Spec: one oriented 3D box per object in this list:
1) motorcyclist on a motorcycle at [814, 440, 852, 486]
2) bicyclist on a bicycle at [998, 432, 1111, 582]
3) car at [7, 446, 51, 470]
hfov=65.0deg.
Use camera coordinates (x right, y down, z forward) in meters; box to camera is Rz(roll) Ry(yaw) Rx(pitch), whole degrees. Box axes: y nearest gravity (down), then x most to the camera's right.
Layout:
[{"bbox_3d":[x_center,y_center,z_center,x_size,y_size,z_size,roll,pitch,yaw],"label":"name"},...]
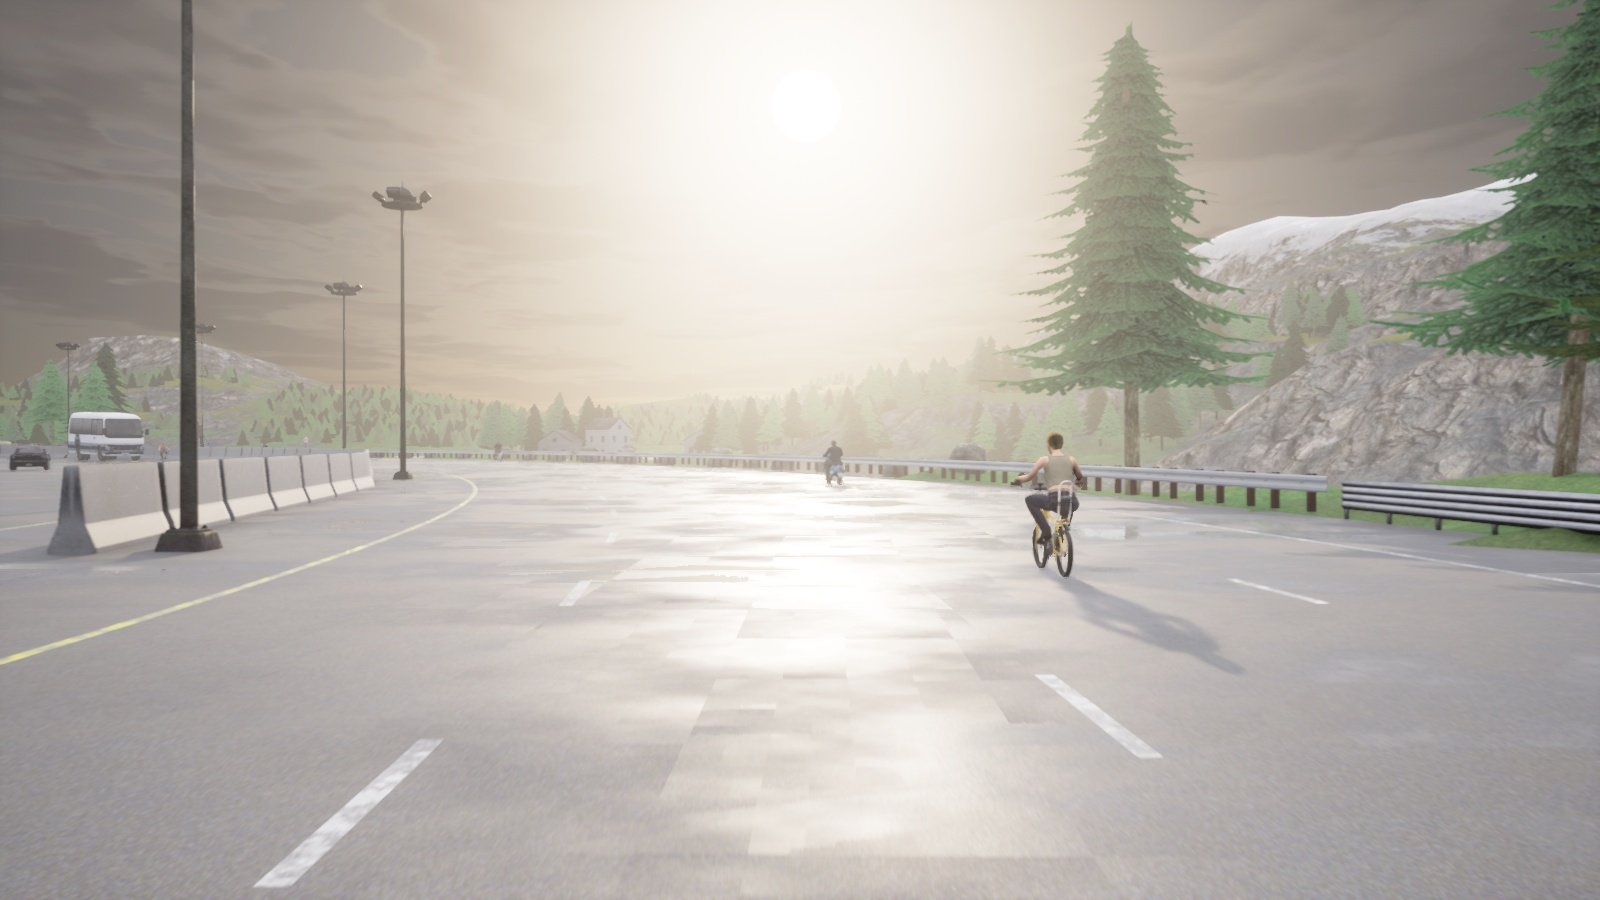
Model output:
[{"bbox_3d":[1.158,0.451,44.333,0.866,1.590,1.817,-1,0,-15],"label":"motorcyclist on a motorcycle"},{"bbox_3d":[2.853,0.605,14.212,0.866,1.612,1.509,0,0,-5],"label":"bicyclist on a bicycle"},{"bbox_3d":[-42.884,0.427,69.947,1.895,1.301,4.718,0,0,-29],"label":"car"}]
